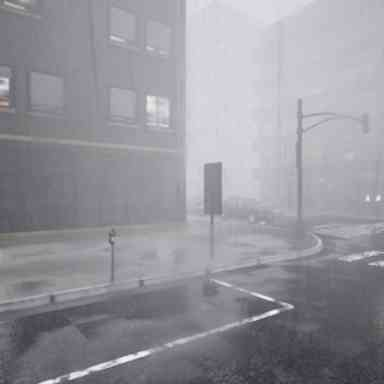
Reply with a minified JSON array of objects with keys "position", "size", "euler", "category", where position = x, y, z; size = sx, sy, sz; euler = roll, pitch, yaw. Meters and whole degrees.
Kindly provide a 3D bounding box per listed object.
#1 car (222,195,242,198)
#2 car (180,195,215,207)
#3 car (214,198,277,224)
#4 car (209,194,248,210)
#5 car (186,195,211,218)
[{"position":[4.306,1.224,25.771],"size":[1.837,1.490,4.892],"euler":[0,1,-36],"category":"car"},{"position":[0.595,1.067,40.729],"size":[2.008,1.369,4.403],"euler":[1,0,-36],"category":"car"},{"position":[3.627,1.307,22.320],"size":[2.008,1.369,4.403],"euler":[1,0,-36],"category":"car"},{"position":[3.873,1.033,36.227],"size":[1.967,1.590,4.097],"euler":[1,0,-36],"category":"car"},{"position":[0.452,1.207,26.684],"size":[1.752,1.417,4.829],"euler":[1,0,-36],"category":"car"}]
